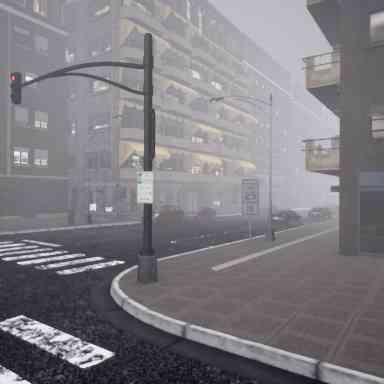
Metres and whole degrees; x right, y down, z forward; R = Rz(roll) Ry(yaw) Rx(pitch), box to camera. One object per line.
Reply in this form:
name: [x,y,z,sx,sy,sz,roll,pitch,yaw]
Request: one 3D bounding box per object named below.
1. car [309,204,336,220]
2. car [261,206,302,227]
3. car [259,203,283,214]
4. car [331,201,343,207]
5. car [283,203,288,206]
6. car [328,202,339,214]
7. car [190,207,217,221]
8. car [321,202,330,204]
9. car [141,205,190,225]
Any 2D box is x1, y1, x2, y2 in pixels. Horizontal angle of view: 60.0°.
car: [14.165,2.299,36.764,1.947,1.339,4.313,-1,-2,35]
car: [7.695,2.098,27.440,1.947,1.339,4.313,-1,-2,35]
car: [10.569,2.333,46.167,1.887,1.381,4.507,-1,-1,35]
car: [36.422,3.028,83.484,1.967,1.590,4.097,-1,-1,35]
car: [13.708,2.411,50.690,1.752,1.417,4.829,-1,-1,35]
car: [20.732,2.462,46.229,1.752,1.417,4.829,-1,-2,35]
car: [0.865,2.070,32.180,1.802,1.307,4.206,-1,-1,35]
car: [19.501,2.550,48.919,1.895,1.301,4.718,0,-1,35]
car: [-2.370,1.827,27.522,1.967,1.590,4.097,-1,-1,35]
